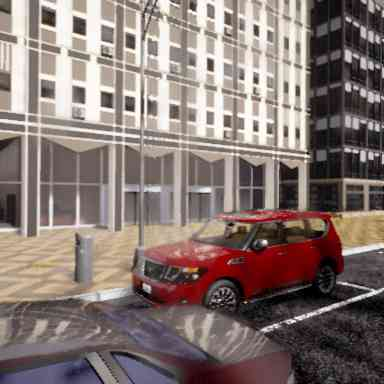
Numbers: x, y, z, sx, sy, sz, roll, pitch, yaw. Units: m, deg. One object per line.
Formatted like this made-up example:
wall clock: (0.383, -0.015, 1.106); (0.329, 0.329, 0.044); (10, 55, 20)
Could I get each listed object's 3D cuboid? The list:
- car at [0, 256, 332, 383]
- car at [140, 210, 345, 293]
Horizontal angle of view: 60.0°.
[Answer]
car: (-1.587, 1.545, 1.944); (5.357, 1.411, 2.033); (1, 0, -35)
car: (1.273, 1.360, 7.189); (5.009, 1.841, 2.192); (1, 0, -36)
